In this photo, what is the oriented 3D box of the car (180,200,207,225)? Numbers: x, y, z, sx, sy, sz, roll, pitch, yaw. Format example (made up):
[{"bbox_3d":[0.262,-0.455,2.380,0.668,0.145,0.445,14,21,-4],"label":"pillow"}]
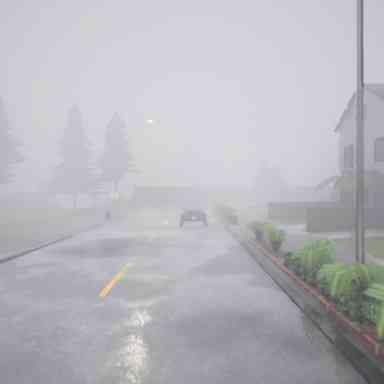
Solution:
[{"bbox_3d":[0.115,1.538,23.841,1.812,1.442,4.674,0,0,0],"label":"car"}]
